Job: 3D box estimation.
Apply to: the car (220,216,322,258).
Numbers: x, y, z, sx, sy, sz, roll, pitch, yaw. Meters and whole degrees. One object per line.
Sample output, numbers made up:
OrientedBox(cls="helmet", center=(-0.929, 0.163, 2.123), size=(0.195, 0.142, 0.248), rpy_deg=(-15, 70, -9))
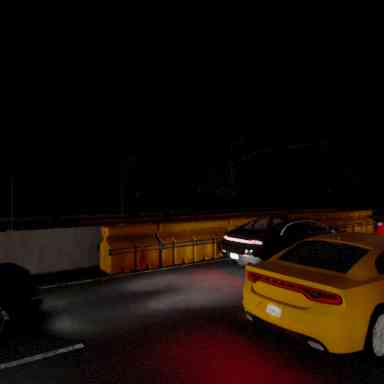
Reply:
OrientedBox(cls="car", center=(3.096, 1.491, 10.256), size=(4.902, 1.511, 2.128), rpy_deg=(0, 0, -36))

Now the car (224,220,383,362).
OrientedBox(cls="car", center=(3.134, 1.478, 5.986), size=(5.008, 1.535, 1.882), rpy_deg=(0, 0, -36))

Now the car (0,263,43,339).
OrientedBox(cls="car", center=(-4.741, 1.601, 4.662), size=(4.718, 1.301, 1.895), rpy_deg=(0, 0, -36))
